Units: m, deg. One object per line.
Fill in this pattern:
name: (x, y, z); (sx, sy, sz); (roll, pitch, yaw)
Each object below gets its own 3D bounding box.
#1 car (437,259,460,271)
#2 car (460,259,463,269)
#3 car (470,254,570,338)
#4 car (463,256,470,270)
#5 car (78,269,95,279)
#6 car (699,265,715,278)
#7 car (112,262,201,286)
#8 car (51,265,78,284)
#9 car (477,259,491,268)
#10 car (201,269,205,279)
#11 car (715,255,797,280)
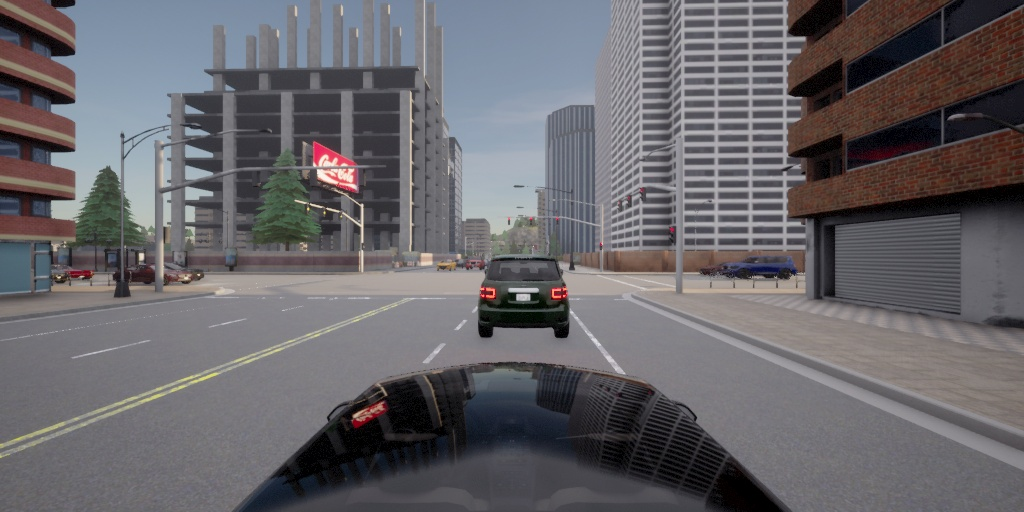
car: (-8.867, 1.228, 48.894); (1.882, 1.535, 5.008); (0, 0, 2)
car: (-8.504, 1.228, 58.310); (1.882, 1.535, 5.008); (0, 0, 2)
car: (0.338, 0.971, 10.319); (2.150, 2.045, 5.566); (0, 0, 2)
car: (-5.235, 0.971, 52.145); (2.150, 2.045, 5.566); (0, 0, 2)
car: (-36.499, 1.351, 28.655); (4.718, 1.301, 1.895); (0, 0, 2)
car: (20.480, 1.227, 34.005); (5.008, 1.535, 1.882); (0, 0, 2)
car: (-24.764, 1.276, 24.771); (4.674, 1.442, 1.812); (0, 0, 2)
car: (-34.010, 1.255, 25.071); (4.892, 1.490, 1.837); (0, 0, 2)
car: (-4.844, 1.276, 62.161); (1.812, 1.442, 4.674); (0, 0, 3)
car: (-27.207, 1.228, 28.352); (5.008, 1.535, 1.882); (0, 0, 2)
car: (20.899, 0.971, 30.489); (5.566, 2.045, 2.150); (0, 0, 2)
